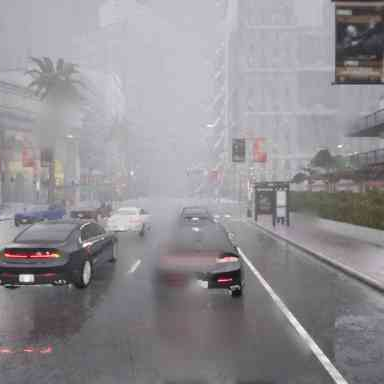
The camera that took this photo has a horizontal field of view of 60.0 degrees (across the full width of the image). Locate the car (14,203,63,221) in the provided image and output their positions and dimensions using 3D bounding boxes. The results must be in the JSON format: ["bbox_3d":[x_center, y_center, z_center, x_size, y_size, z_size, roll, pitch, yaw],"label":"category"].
[{"bbox_3d":[-10.405,1.515,23.178,1.882,1.535,5.008,0,0,0],"label":"car"}]

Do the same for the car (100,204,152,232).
[{"bbox_3d":[-3.325,1.526,18.128,1.812,1.442,4.674,0,0,0],"label":"car"}]

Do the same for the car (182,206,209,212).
[{"bbox_3d":[0.174,1.505,17.962,1.837,1.490,4.892,0,0,0],"label":"car"}]

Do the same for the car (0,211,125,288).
[{"bbox_3d":[-3.355,1.505,9.188,1.837,1.490,4.892,0,0,0],"label":"car"}]

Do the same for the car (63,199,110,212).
[{"bbox_3d":[-6.905,1.195,23.163,1.882,1.535,5.008,0,0,0],"label":"car"}]

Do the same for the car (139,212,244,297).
[{"bbox_3d":[0.145,1.491,8.544,2.128,1.511,4.902,0,0,0],"label":"car"}]
